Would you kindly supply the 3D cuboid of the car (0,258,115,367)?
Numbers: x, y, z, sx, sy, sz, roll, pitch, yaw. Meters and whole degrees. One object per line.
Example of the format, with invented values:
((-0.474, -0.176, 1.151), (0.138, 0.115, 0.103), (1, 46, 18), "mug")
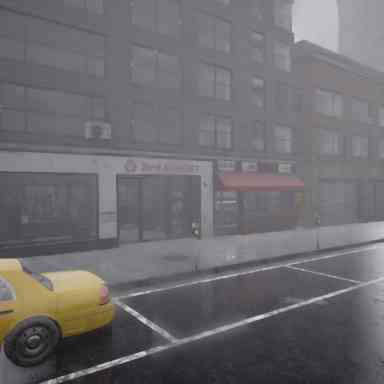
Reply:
((-3.456, 1.525, 4.197), (4.829, 1.417, 1.752), (0, -1, -35), "car")
